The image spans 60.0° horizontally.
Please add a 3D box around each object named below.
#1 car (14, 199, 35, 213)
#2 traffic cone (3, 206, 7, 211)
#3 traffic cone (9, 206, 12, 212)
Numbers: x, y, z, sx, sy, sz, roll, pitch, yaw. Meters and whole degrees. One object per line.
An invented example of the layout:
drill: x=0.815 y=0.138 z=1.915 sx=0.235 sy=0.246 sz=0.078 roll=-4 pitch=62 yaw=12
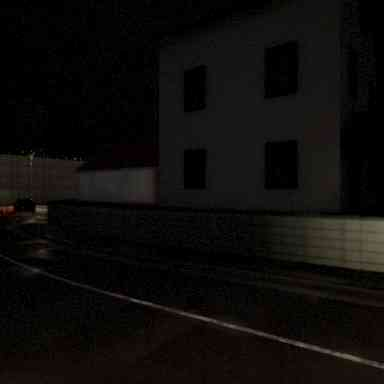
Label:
car: x=-18.619 y=1.478 z=36.923 sx=1.882 sy=1.535 sz=5.008 roll=1 pitch=0 yaw=-26
traffic cone: x=-19.534 y=1.956 z=34.666 sx=0.340 sy=0.580 sz=0.340 roll=0 pitch=0 yaw=-20
traffic cone: x=-20.210 y=1.956 z=36.548 sx=0.340 sy=0.580 sz=0.340 roll=0 pitch=0 yaw=-20
